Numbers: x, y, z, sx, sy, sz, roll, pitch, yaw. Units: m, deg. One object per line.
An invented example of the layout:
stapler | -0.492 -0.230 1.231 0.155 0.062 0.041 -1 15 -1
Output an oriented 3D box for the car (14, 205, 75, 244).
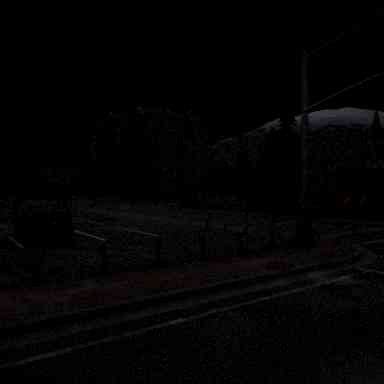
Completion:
car | -6.736 1.361 15.043 2.007 1.523 4.514 0 0 -36
